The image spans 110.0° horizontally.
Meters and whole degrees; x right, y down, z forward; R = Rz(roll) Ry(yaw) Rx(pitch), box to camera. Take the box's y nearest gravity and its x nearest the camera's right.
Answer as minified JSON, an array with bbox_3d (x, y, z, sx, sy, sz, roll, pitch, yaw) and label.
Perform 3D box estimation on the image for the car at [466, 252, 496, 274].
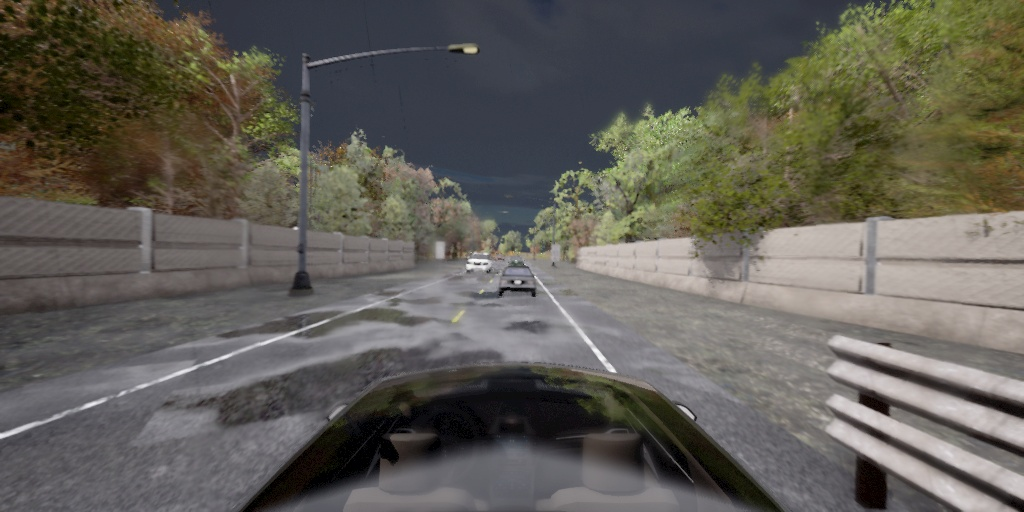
[{"bbox_3d":[-3.159,0.669,35.650,2.150,2.045,5.566,3,0,1],"label":"car"}]

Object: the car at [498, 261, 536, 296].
[{"bbox_3d":[0.277,1.201,18.565,2.033,1.411,5.357,1,0,1],"label":"car"}]

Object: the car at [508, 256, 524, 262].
[{"bbox_3d":[0.583,0.801,49.082,2.097,1.767,4.553,1,0,1],"label":"car"}]
